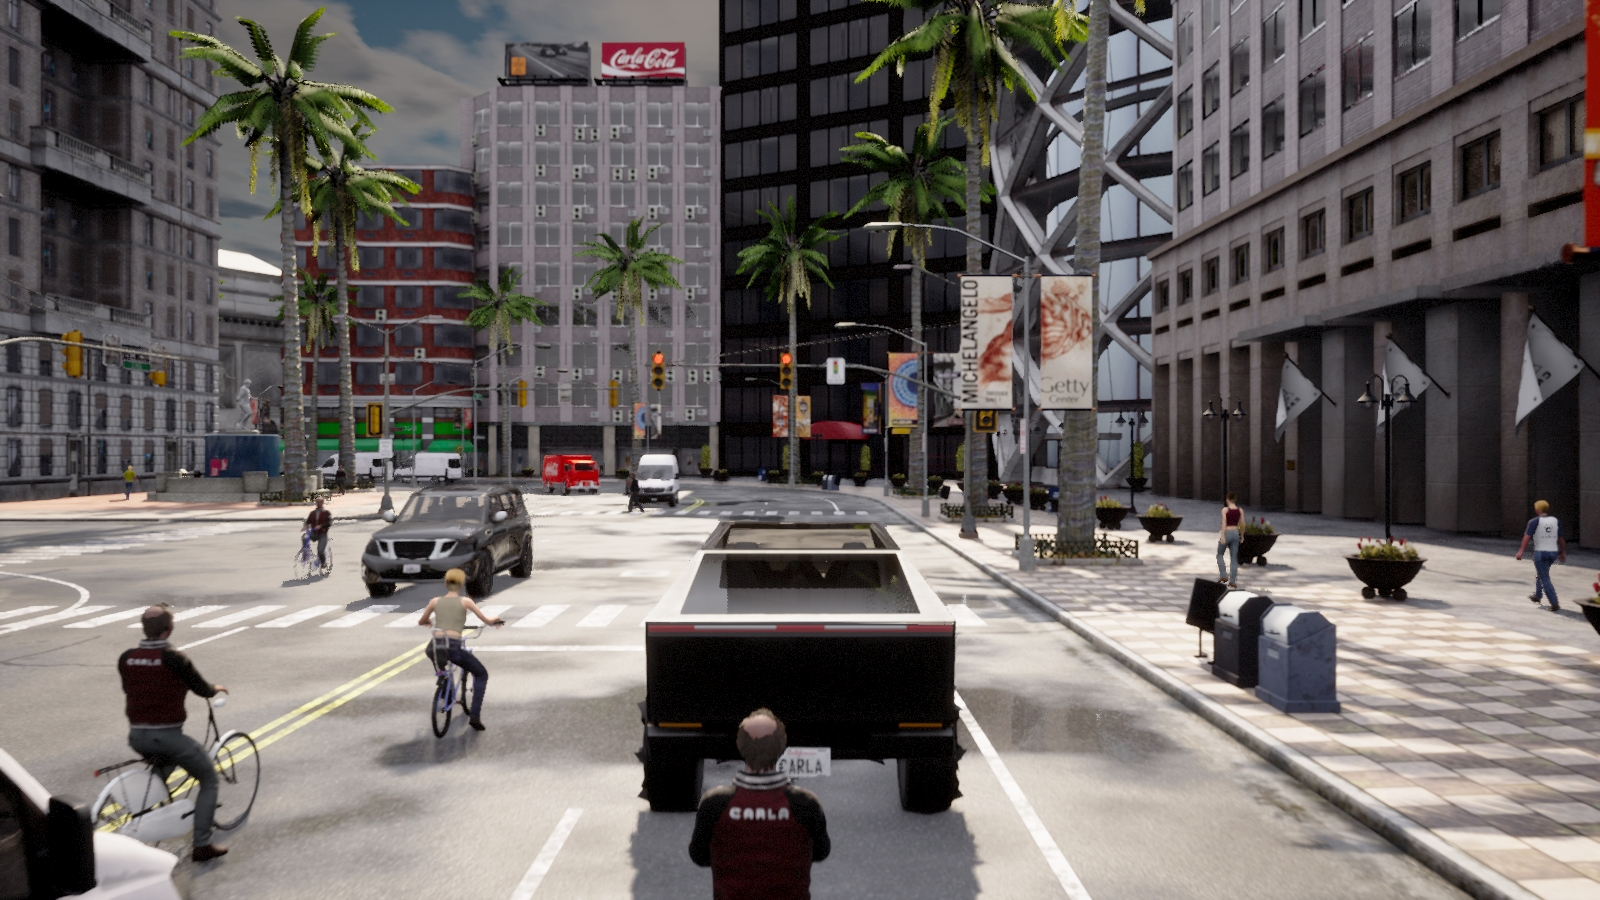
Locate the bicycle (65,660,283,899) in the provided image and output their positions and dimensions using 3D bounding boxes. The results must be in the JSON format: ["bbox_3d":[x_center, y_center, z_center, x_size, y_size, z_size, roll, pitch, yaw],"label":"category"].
[{"bbox_3d":[-4.250,2.210,7.908,0.329,1.171,1.835,0,0,6],"label":"bicycle"}]

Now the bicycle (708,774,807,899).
[{"bbox_3d":[-0.151,2.210,4.798,0.329,1.171,1.835,0,0,1],"label":"bicycle"}]

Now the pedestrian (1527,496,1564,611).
[{"bbox_3d":[12.299,1.701,18.851,0.375,1.860,0.375,0,0,2],"label":"pedestrian"}]

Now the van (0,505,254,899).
[{"bbox_3d":[-3.503,1.534,2.290,1.988,2.561,5.915,0,0,0],"label":"van"}]

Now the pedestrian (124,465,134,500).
[{"bbox_3d":[-35.131,1.696,59.804,0.375,1.860,0.375,0,0,-12],"label":"pedestrian"}]

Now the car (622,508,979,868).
[{"bbox_3d":[0.003,1.753,10.799,2.390,2.098,6.274,0,0,0],"label":"car"}]

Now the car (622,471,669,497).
[{"bbox_3d":[-9.443,2.066,69.780,1.816,1.474,4.193,0,0,-23],"label":"car"}]

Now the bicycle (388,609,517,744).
[{"bbox_3d":[-3.482,2.256,11.594,0.859,1.080,1.487,0,0,0],"label":"bicycle"}]

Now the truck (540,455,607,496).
[{"bbox_3d":[-14.525,1.568,72.957,2.627,2.467,5.204,0,0,-31],"label":"truck"}]

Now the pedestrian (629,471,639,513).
[{"bbox_3d":[-7.308,1.849,50.278,0.375,1.860,0.375,0,0,-21],"label":"pedestrian"}]

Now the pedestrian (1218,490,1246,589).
[{"bbox_3d":[8.266,1.698,21.864,0.375,1.860,0.375,0,0,-2],"label":"pedestrian"}]

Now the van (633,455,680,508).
[{"bbox_3d":[-7.269,1.535,58.412,1.988,2.561,5.915,0,0,-3],"label":"van"}]

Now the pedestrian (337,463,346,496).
[{"bbox_3d":[-26.393,1.698,65.755,0.375,1.860,0.375,0,0,-44],"label":"pedestrian"}]

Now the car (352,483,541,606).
[{"bbox_3d":[-7.000,1.779,23.360,2.150,2.045,5.566,0,0,0],"label":"car"}]
